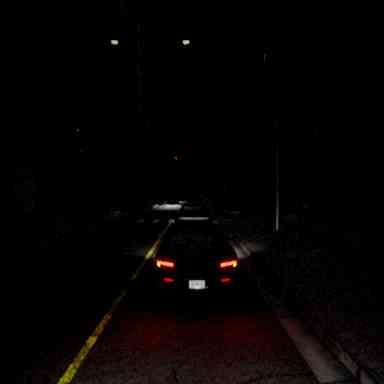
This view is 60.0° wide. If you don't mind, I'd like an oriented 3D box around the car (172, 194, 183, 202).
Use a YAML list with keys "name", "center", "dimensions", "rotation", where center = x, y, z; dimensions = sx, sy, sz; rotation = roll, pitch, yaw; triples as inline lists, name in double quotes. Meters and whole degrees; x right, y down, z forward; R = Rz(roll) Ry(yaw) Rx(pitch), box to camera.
- name: "car"
  center: [-3.018, 1.238, 69.250]
  dimensions: [1.994, 1.385, 4.181]
  rotation: [0, 0, 0]

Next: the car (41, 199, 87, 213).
- name: "car"
  center: [-14.404, 1.534, 37.464]
  dimensions: [4.829, 1.417, 1.752]
  rotation: [-1, 0, 0]

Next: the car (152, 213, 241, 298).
- name: "car"
  center: [0.095, 1.492, 8.304]
  dimensions: [1.812, 1.442, 4.674]
  rotation: [0, 0, 0]

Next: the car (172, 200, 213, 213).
- name: "car"
  center: [0.097, 1.418, 17.669]
  dimensions: [2.128, 1.511, 4.902]
  rotation: [0, 0, 1]

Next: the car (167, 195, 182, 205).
- name: "car"
  center: [-3.092, 1.249, 54.344]
  dimensions: [2.128, 1.511, 4.902]
  rotation: [0, 0, 0]

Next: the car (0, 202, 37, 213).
- name: "car"
  center: [-19.858, 1.609, 37.432]
  dimensions: [4.507, 1.381, 1.887]
  rotation: [-1, 0, 0]
